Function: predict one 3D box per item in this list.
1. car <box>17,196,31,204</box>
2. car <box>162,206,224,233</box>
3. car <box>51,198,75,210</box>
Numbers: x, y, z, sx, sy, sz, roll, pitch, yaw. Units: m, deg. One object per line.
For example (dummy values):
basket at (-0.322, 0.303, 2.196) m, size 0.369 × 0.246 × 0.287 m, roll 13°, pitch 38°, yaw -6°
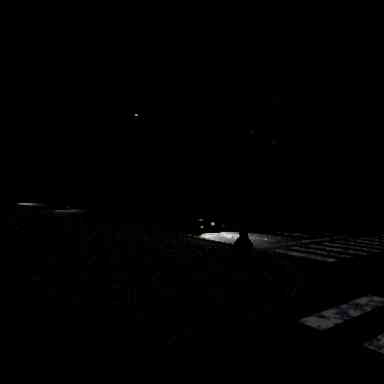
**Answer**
car at (-33.298, 1.514, 65.928) m, size 2.128 × 1.511 × 4.902 m, roll 1°, pitch 0°, yaw -36°
car at (-0.037, 1.518, 19.461) m, size 1.994 × 1.385 × 4.181 m, roll 1°, pitch 0°, yaw -36°
car at (-16.626, 1.513, 42.635) m, size 2.033 × 1.411 × 5.357 m, roll 1°, pitch 0°, yaw -36°
